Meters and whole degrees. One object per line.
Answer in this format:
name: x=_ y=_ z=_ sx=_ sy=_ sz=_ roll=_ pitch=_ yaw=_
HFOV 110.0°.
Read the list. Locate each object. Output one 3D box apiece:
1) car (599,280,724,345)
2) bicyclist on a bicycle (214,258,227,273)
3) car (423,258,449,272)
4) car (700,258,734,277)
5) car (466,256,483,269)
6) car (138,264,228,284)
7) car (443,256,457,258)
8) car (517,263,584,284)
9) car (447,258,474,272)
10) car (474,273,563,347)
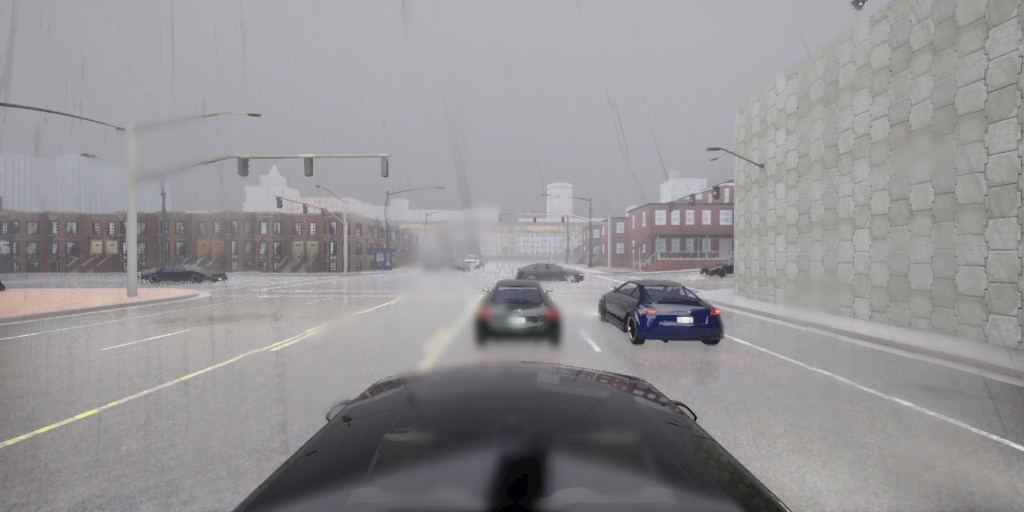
car: x=3.670 y=1.314 z=9.546 sx=1.994 sy=1.385 sz=4.181 roll=0 pitch=0 yaw=1
bicyclist on a bicycle: x=-30.380 y=1.053 z=37.372 sx=0.582 sy=1.620 sz=1.656 roll=0 pitch=0 yaw=1
car: x=-10.036 y=1.297 z=46.488 sx=2.033 sy=1.411 sz=5.357 roll=0 pitch=0 yaw=1
car: x=18.542 y=0.855 z=29.637 sx=5.357 sy=1.411 sz=2.033 roll=-5 pitch=0 yaw=1
car: x=-6.405 y=0.971 z=56.933 sx=2.150 sy=2.045 sz=5.566 roll=0 pitch=0 yaw=1
car: x=-24.097 y=1.297 z=26.329 sx=5.357 sy=1.411 sz=2.033 roll=0 pitch=0 yaw=1
car: x=-9.905 y=0.971 z=56.804 sx=2.150 sy=2.045 sz=5.566 roll=0 pitch=0 yaw=1
car: x=2.731 y=1.255 z=26.083 sx=4.892 sy=1.490 sz=1.837 roll=0 pitch=0 yaw=1
car: x=-6.541 y=1.297 z=46.215 sx=2.033 sy=1.411 sz=5.357 roll=0 pitch=0 yaw=1
car: x=0.166 y=1.314 z=9.388 sx=1.994 sy=1.385 sz=4.181 roll=0 pitch=0 yaw=1
